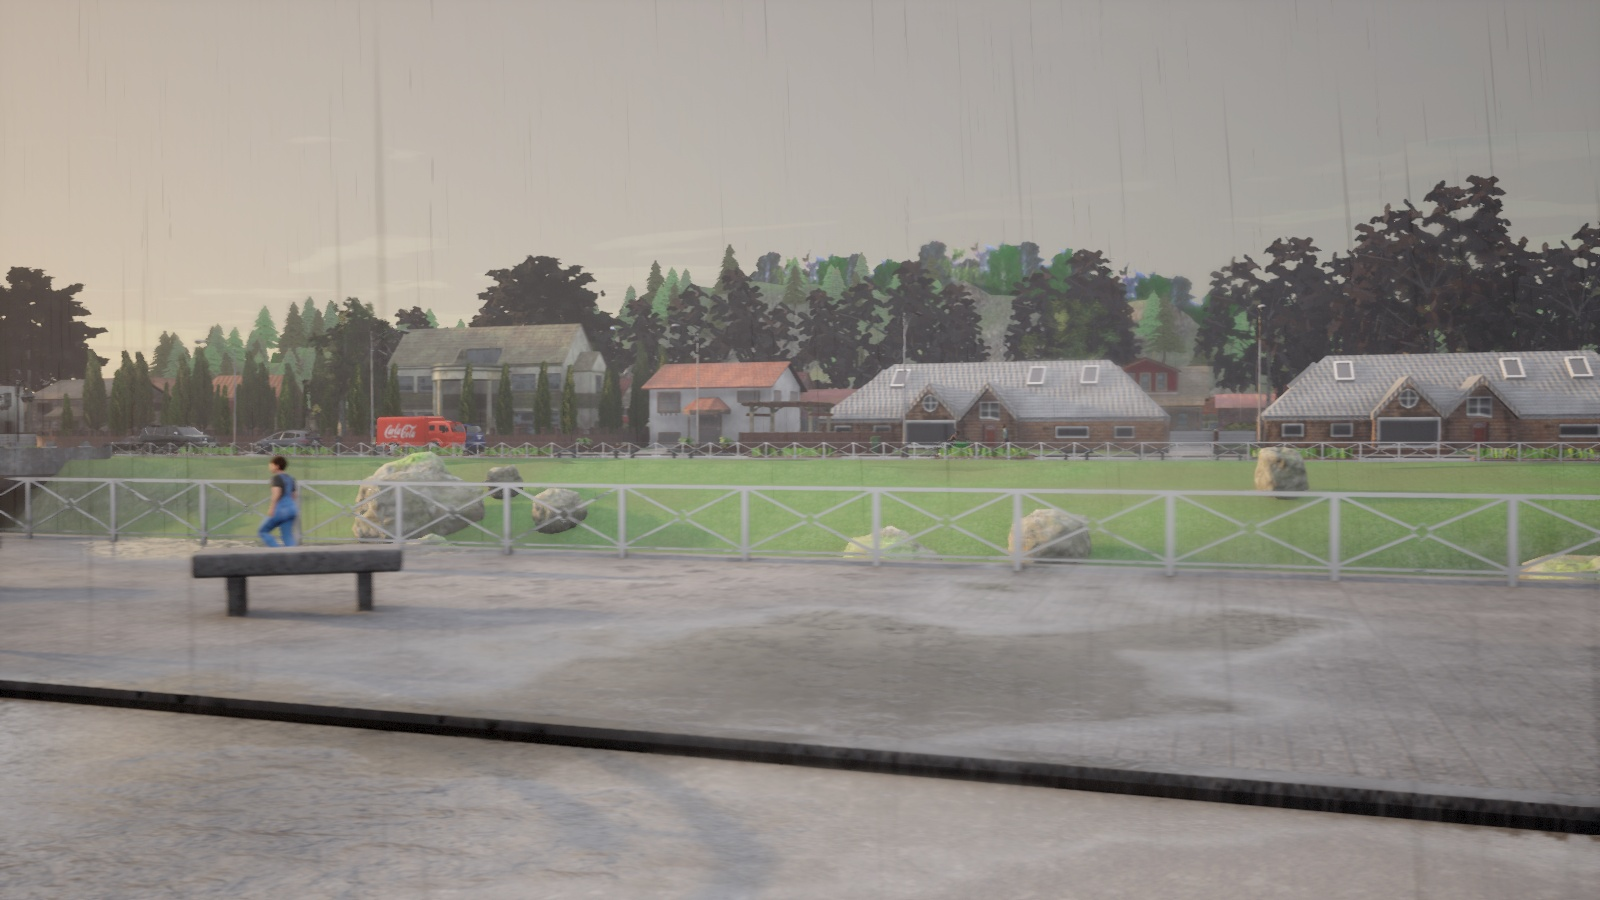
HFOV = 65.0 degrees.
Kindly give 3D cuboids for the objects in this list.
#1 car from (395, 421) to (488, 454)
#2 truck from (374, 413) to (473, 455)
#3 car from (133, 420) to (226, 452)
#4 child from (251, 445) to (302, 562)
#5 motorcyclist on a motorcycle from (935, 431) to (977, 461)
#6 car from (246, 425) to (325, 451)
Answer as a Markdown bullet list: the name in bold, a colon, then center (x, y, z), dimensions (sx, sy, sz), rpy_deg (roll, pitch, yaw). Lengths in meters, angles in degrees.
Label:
- **car**: center (-23.050, -0.834, 80.747), dimensions (5.566, 2.045, 2.150), rpy_deg (1, 1, 19)
- **truck**: center (-22.895, -0.971, 76.471), dimensions (5.204, 2.467, 2.627), rpy_deg (1, 1, 19)
- **car**: center (-40.775, -0.929, 82.494), dimensions (5.566, 2.045, 2.150), rpy_deg (1, 1, 19)
- **child**: center (-5.723, 0.575, 13.730), dimensions (0.437, 1.263, 0.270), rpy_deg (1, 1, 20)
- **motorcyclist on a motorcycle**: center (8.198, -0.218, 66.010), dimensions (2.044, 1.523, 0.797), rpy_deg (1, 1, 19)
- **car**: center (-34.658, -0.815, 84.657), dimensions (4.611, 1.667, 2.242), rpy_deg (1, 1, 19)
